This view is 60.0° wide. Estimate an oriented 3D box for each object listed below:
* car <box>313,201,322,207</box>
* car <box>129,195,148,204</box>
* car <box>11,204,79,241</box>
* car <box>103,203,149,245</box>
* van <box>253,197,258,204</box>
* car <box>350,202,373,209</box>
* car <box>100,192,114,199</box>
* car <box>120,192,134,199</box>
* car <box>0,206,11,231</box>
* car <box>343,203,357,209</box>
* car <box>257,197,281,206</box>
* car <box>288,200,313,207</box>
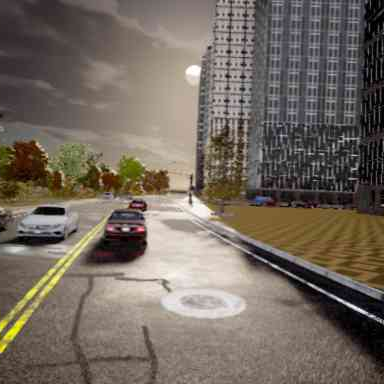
[{"bbox_3d":[27.759,2.630,77.030,4.507,1.381,1.887,2,1,0],"label":"car"},{"bbox_3d":[-6.096,1.401,38.167,1.994,1.385,4.181,2,0,-6],"label":"car"},{"bbox_3d":[-6.431,1.289,15.384,1.812,1.442,4.674,2,0,-9],"label":"car"},{"bbox_3d":[-2.939,1.460,15.159,2.033,1.411,5.357,2,0,-9],"label":"car"},{"bbox_3d":[16.398,2.024,77.236,3.998,1.788,1.690,2,1,0],"label":"van"},{"bbox_3d":[39.126,3.055,76.924,4.313,1.339,1.947,2,1,0],"label":"car"},{"bbox_3d":[-14.203,0.770,55.996,1.812,1.442,4.674,3,0,-3],"label":"car"},{"bbox_3d":[-10.953,0.679,56.212,2.097,1.767,4.553,3,0,-3],"label":"car"},{"bbox_3d":[-9.635,1.170,14.735,2.033,1.411,5.357,2,0,-10],"label":"car"},{"bbox_3d":[33.350,2.877,68.592,4.206,1.307,1.802,2,1,0],"label":"car"},{"bbox_3d":[16.301,2.131,68.614,4.097,1.590,1.967,2,1,0],"label":"car"},{"bbox_3d":[21.981,2.458,68.623,4.313,1.339,1.947,2,1,0],"label":"car"}]
